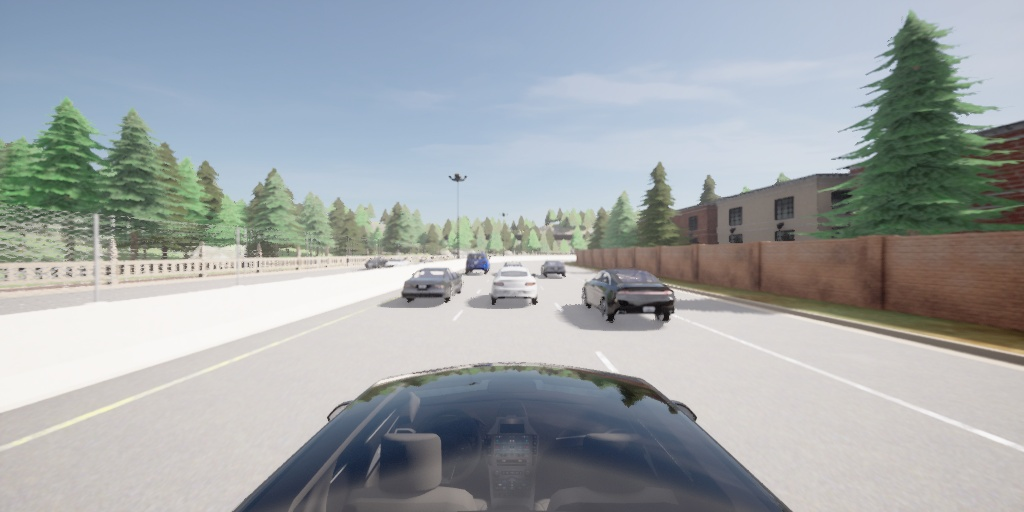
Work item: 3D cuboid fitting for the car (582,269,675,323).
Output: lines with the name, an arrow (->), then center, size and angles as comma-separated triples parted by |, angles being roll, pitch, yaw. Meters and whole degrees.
car -> 3.597, 1.173, 11.836 | 2.128, 1.511, 4.902 | 0, 0, 0

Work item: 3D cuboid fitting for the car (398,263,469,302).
car -> -3.403, 1.200, 16.151 | 2.033, 1.411, 5.357 | 0, 0, 0

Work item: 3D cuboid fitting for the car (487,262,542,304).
car -> 0.084, 1.182, 15.581 | 1.812, 1.442, 4.674 | 0, 0, 0

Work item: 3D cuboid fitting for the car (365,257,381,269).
car -> -17.579, 0.938, 46.977 | 2.128, 1.511, 4.902 | 0, 0, 0

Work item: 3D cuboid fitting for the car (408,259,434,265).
car -> -10.598, 1.071, 43.168 | 1.895, 1.301, 4.718 | 0, 0, 0

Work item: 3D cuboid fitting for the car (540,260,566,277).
car -> 3.594, 1.094, 31.869 | 2.033, 1.411, 5.357 | 0, 0, 0

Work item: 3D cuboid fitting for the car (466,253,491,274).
car -> -3.406, 0.738, 36.287 | 2.150, 2.045, 5.566 | 0, 0, 0

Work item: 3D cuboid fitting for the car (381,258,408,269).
car -> -14.093, 0.990, 44.112 | 1.812, 1.442, 4.674 | 0, 1, 0
